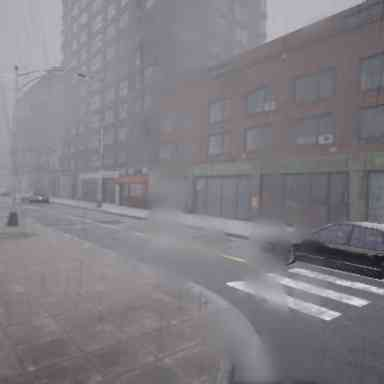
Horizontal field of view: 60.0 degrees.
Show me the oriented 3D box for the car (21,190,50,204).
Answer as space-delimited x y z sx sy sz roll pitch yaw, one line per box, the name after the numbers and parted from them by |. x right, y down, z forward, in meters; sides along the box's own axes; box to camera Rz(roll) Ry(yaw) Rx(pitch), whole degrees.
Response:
-16.289 0.515 34.497 1.994 1.385 4.181 1 1 -39 | car

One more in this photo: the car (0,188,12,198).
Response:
-27.819 0.098 48.695 2.033 1.411 5.357 1 0 -39 | car

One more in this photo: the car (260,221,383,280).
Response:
4.445 1.513 8.958 2.033 1.411 5.357 1 1 -39 | car
